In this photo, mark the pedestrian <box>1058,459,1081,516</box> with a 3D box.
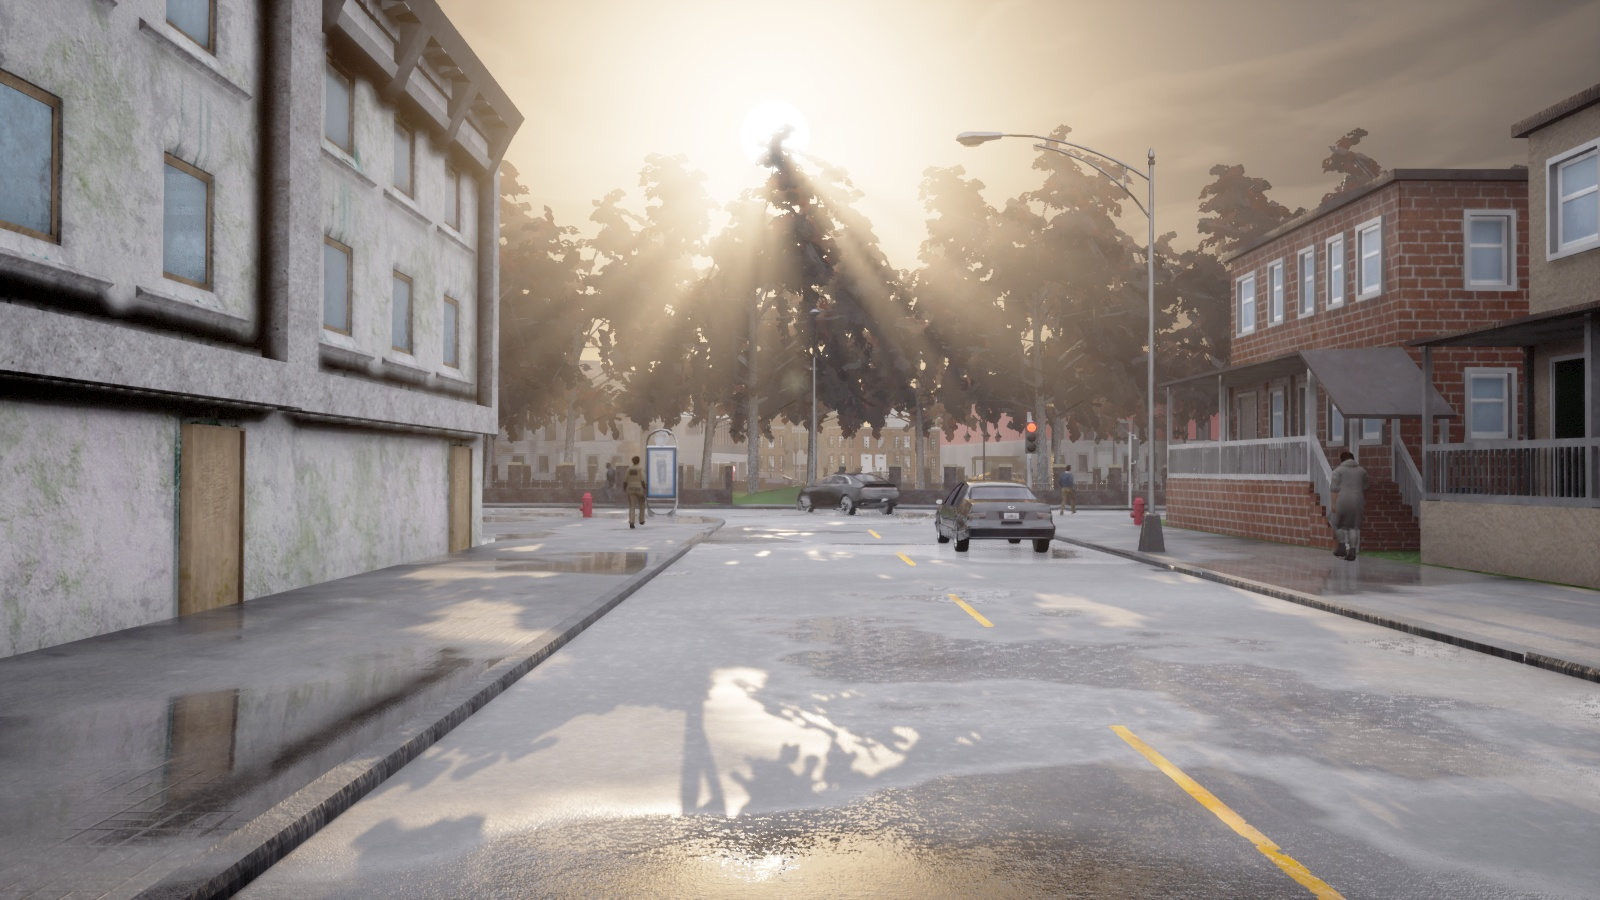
[{"bbox_3d":[9.264,1.294,43.177,0.423,1.949,0.788,-1,-1,39],"label":"pedestrian"}]

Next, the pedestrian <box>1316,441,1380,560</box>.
[{"bbox_3d":[9.207,0.842,21.135,0.659,1.952,0.873,0,-1,-2],"label":"pedestrian"}]

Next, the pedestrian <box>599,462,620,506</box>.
[{"bbox_3d":[-8.274,1.472,54.574,0.849,1.883,0.563,0,-1,0],"label":"pedestrian"}]

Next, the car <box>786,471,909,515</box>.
[{"bbox_3d":[1.658,1.535,45.997,2.128,1.511,4.902,1,-1,-31],"label":"car"}]

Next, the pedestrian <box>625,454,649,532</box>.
[{"bbox_3d":[-4.088,1.070,31.572,0.396,1.930,0.692,0,-1,11],"label":"pedestrian"}]

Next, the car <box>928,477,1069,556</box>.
[{"bbox_3d":[3.925,1.279,25.795,2.033,1.411,5.357,0,-1,0],"label":"car"}]

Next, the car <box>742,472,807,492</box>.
[{"bbox_3d":[-1.911,2.405,94.519,4.792,1.488,2.163,0,-1,0],"label":"car"}]
